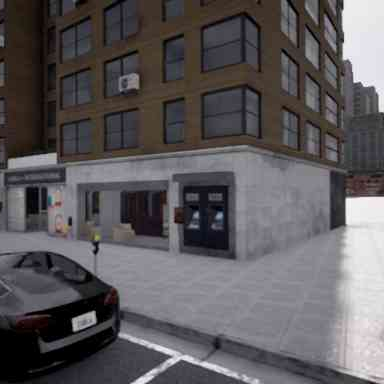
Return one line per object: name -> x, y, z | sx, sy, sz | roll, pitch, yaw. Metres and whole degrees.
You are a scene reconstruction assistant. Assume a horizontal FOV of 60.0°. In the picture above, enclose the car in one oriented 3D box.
car -> -2.987, 1.608, 5.217 | 4.313, 1.339, 1.947 | -1, 0, 36
